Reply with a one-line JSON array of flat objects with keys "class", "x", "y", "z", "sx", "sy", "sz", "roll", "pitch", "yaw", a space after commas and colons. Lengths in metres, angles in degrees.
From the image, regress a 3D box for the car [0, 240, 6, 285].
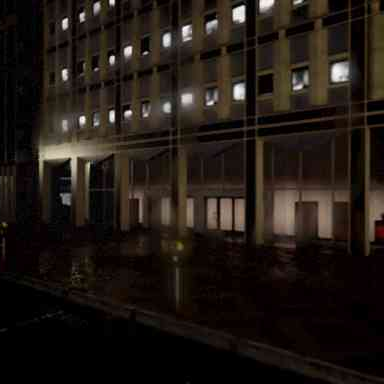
[{"class": "car", "x": -5.963, "y": 1.274, "z": 7.131, "sx": 5.009, "sy": 1.841, "sz": 2.192, "roll": 0, "pitch": 0, "yaw": 35}]
